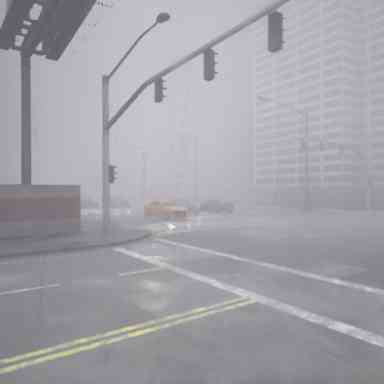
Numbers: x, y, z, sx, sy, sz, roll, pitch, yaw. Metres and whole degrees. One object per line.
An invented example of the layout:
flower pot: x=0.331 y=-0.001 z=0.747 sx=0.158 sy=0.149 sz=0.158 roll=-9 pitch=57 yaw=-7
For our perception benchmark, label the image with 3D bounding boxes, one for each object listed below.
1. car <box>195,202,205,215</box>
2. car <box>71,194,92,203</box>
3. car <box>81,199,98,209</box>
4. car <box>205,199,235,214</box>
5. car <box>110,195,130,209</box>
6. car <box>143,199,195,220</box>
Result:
car: x=-1.129 y=1.422 z=31.771 sx=1.812 sy=1.442 sz=4.674 roll=0 pitch=0 yaw=-35
car: x=-19.232 y=1.138 z=57.609 sx=2.128 sy=1.511 sz=4.902 roll=0 pitch=0 yaw=-35
car: x=-13.914 y=1.517 z=43.842 sx=1.895 sy=1.301 sz=4.718 roll=0 pitch=0 yaw=-35
car: x=2.301 y=1.400 z=33.313 sx=1.812 sy=1.442 sz=4.674 roll=0 pitch=0 yaw=-35
car: x=-9.938 y=1.249 z=44.269 sx=2.097 sy=1.767 sz=4.553 roll=0 pitch=0 yaw=-35
car: x=-2.200 y=1.395 z=27.215 sx=1.882 sy=1.535 sz=5.008 roll=0 pitch=1 yaw=-35
